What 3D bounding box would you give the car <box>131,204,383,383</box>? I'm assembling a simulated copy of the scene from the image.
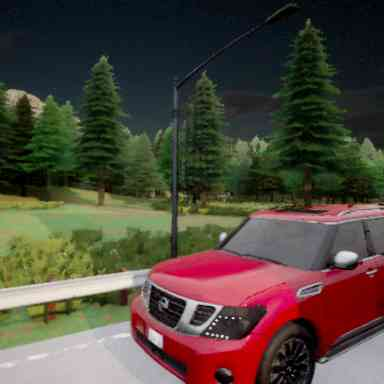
[{"bbox_3d":[1.851,1.261,5.295,5.566,2.045,2.150,0,0,-35],"label":"car"}]
